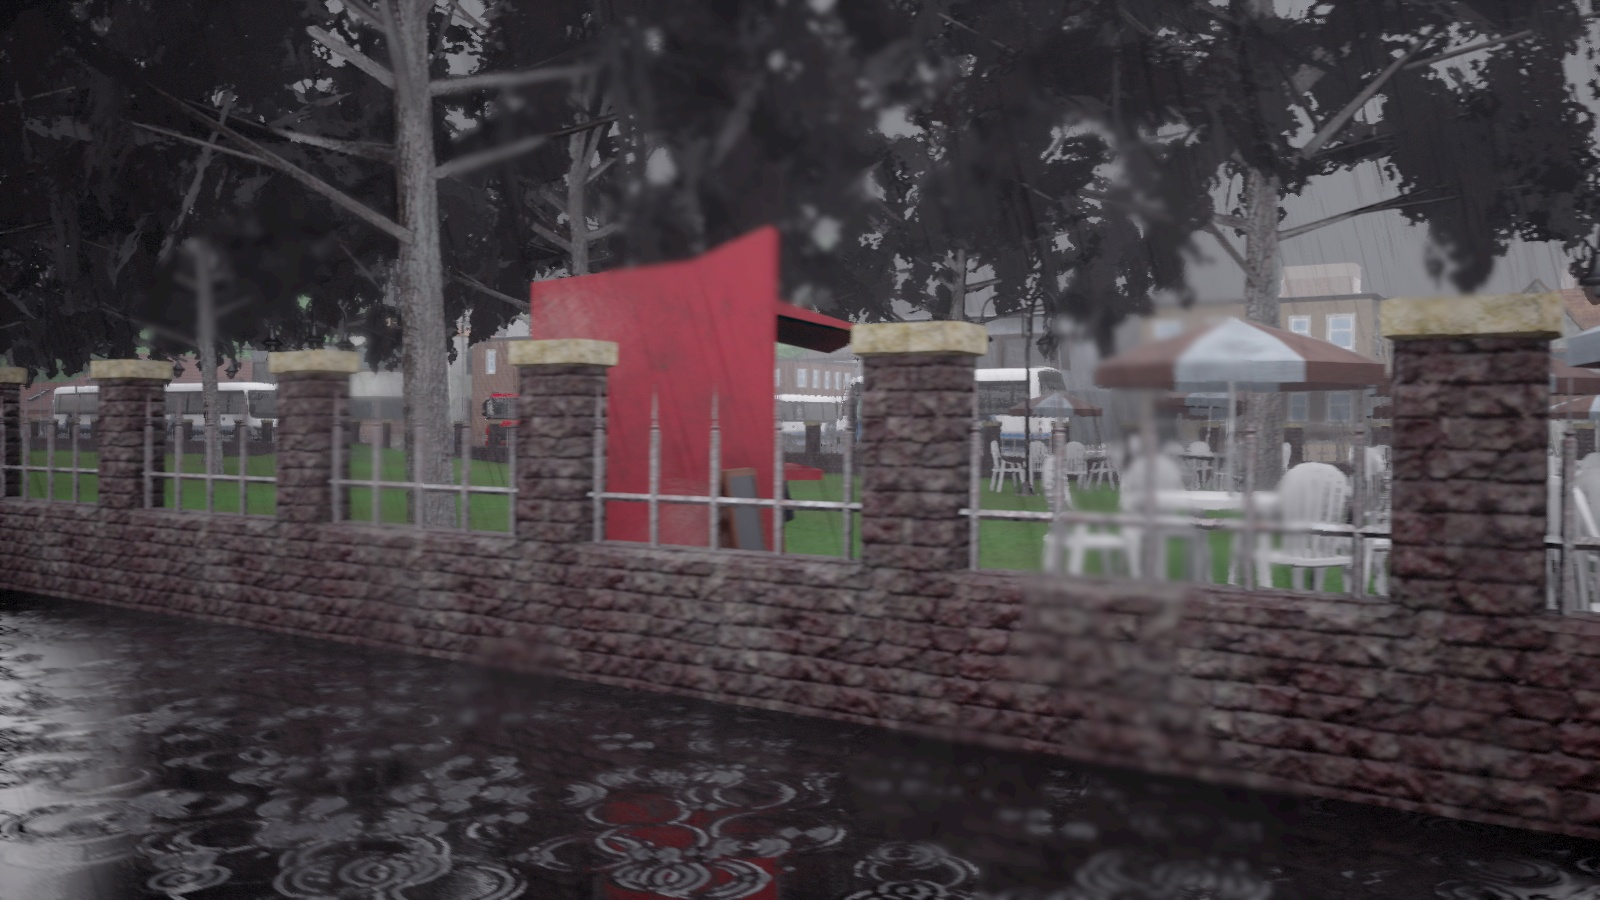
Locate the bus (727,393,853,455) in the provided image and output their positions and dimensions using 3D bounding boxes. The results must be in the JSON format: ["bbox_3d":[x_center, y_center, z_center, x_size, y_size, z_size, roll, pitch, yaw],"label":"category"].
[{"bbox_3d":[-0.568,-1.884,91.185,3.944,4.253,10.273,0,1,34],"label":"bus"}]

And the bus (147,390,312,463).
[{"bbox_3d":[-35.014,-1.378,76.938,10.273,4.253,3.944,0,1,30],"label":"bus"}]

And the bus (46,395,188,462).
[{"bbox_3d":[-45.636,-1.375,83.765,10.273,4.253,3.944,0,1,34],"label":"bus"}]

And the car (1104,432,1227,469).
[{"bbox_3d":[14.275,-0.004,49.110,4.181,1.385,1.994,0,1,33],"label":"car"}]

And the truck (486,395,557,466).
[{"bbox_3d":[-14.588,-1.024,66.298,2.891,3.462,7.936,-1,1,-7],"label":"truck"}]

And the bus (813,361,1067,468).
[{"bbox_3d":[5.965,-1.445,54.626,10.273,4.253,3.944,0,1,35],"label":"bus"}]
